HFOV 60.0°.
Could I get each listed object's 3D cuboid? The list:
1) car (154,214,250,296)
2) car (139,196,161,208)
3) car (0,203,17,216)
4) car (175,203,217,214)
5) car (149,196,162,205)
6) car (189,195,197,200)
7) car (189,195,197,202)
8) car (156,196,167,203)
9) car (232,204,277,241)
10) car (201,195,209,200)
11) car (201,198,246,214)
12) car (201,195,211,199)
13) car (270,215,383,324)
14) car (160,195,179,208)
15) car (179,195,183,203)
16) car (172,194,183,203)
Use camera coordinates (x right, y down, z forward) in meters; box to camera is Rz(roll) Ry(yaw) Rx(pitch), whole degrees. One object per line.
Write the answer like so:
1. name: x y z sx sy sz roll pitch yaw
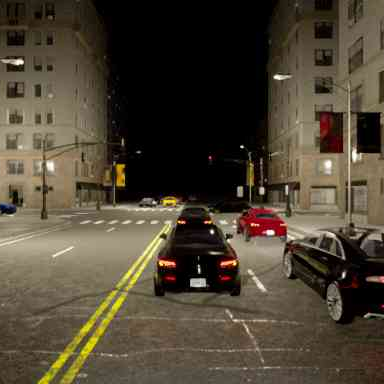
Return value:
1. car: 0.115 1.526 8.498 1.812 1.442 4.674 0 0 0
2. car: -6.461 1.560 49.202 2.033 1.411 5.357 0 0 4
3. car: -19.390 1.459 31.709 5.008 1.535 1.882 0 0 0
4. car: 0.136 1.528 17.407 1.812 1.442 4.674 0 0 0
5. car: -6.450 1.519 59.277 1.837 1.490 4.892 0 0 0
6. car: 0.194 1.432 88.559 1.994 1.385 4.181 0 0 0
7. car: 0.173 1.604 78.586 1.895 1.301 4.718 0 0 0
8. car: -6.348 1.538 69.488 1.812 1.442 4.674 0 0 0
9. car: 3.284 1.527 16.192 1.812 1.442 4.674 0 0 0
10. car: 3.445 1.432 88.552 1.994 1.385 4.181 0 0 0
11. car: 3.497 1.532 32.806 4.674 1.442 1.812 -1 0 -20
12. car: 3.422 1.548 78.132 2.033 1.411 5.357 0 0 0
13. car: 3.353 1.492 7.098 2.128 1.511 4.902 0 0 1
14. car: -3.245 1.490 49.489 1.882 1.535 5.008 0 0 -1
15. car: -3.189 1.615 60.685 1.895 1.301 4.718 0 0 0
16. car: -3.091 1.368 72.663 2.097 1.767 4.553 0 0 0
